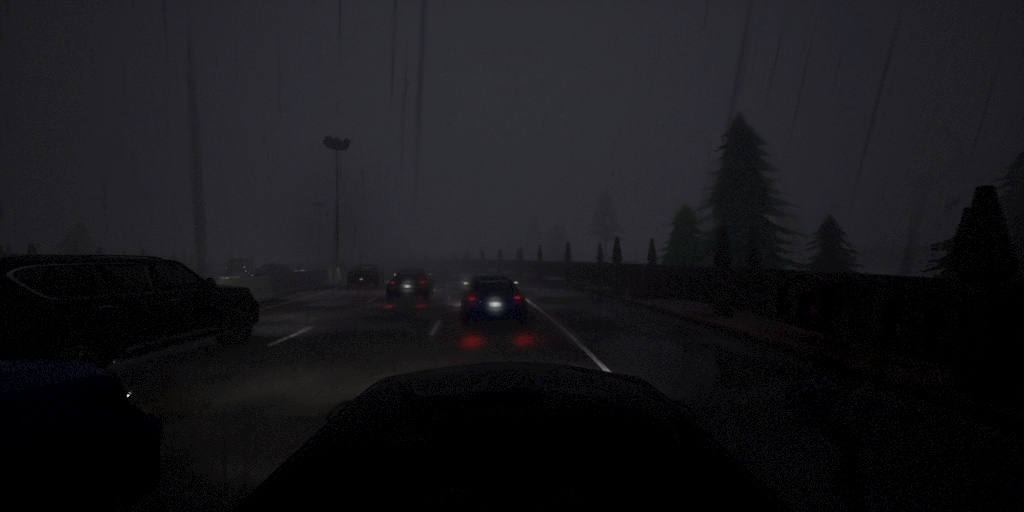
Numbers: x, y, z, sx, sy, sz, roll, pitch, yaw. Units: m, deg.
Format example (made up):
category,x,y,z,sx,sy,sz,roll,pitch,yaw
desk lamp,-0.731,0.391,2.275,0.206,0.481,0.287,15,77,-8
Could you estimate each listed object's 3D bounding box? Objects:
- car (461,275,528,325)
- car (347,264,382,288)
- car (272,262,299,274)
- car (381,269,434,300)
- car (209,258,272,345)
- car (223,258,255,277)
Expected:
category,x,y,z,sx,sy,sz,roll,pitch,yaw
car,-0.678,1.320,11.965,1.994,1.385,4.181,0,0,-6
car,-10.003,1.296,24.807,1.882,1.535,5.008,0,0,-14
car,-18.146,1.350,27.321,1.882,1.535,5.008,0,0,-17
car,-5.065,1.346,18.181,1.994,1.385,4.181,0,0,-10
car,-7.164,1.002,6.396,2.150,2.045,5.566,0,0,-3
car,-31.716,1.249,41.769,2.150,2.045,5.566,0,0,-29
